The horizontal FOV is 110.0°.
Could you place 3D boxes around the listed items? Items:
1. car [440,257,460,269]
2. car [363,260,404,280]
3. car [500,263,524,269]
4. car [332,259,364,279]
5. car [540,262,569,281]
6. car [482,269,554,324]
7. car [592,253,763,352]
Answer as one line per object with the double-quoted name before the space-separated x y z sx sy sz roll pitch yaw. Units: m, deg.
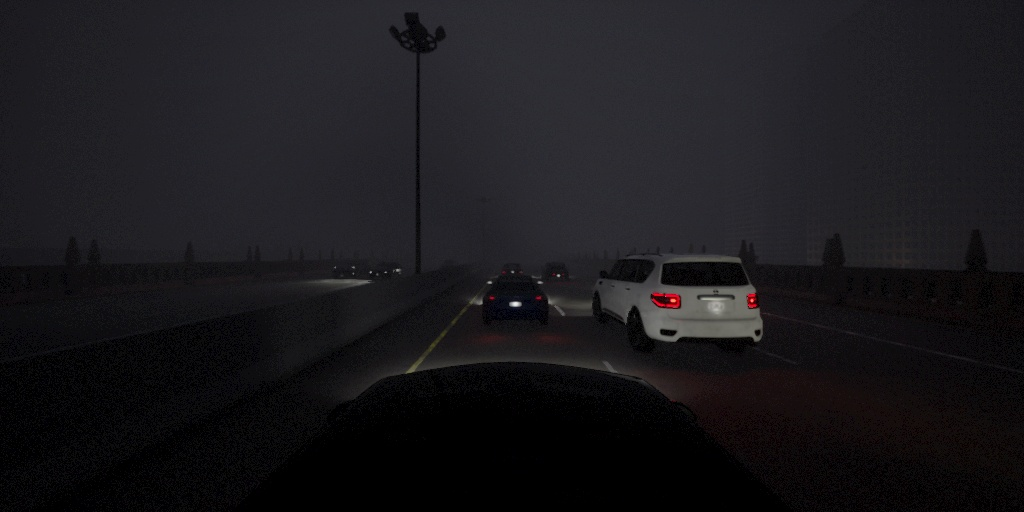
"car" -7.506 1.211 43.478 1.837 1.490 4.892 0 0 -1
"car" -10.706 1.223 30.850 1.837 1.490 4.892 0 0 -1
"car" 0.011 1.267 29.787 2.033 1.411 5.357 0 0 -1
"car" -14.228 1.069 32.128 2.097 1.767 4.553 0 0 -1
"car" 3.506 1.224 29.686 1.837 1.490 4.892 0 0 -1
"car" 0.095 1.303 11.951 1.994 1.385 4.181 0 0 0
"car" 3.597 0.964 8.998 2.150 2.045 5.566 0 0 0
